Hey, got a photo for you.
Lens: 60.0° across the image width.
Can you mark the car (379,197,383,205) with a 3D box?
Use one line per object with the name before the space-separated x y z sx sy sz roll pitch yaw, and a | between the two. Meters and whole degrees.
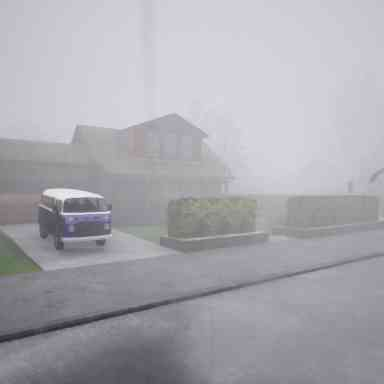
car | 24.678 0.985 41.408 3.866 1.878 1.905 0 0 0
